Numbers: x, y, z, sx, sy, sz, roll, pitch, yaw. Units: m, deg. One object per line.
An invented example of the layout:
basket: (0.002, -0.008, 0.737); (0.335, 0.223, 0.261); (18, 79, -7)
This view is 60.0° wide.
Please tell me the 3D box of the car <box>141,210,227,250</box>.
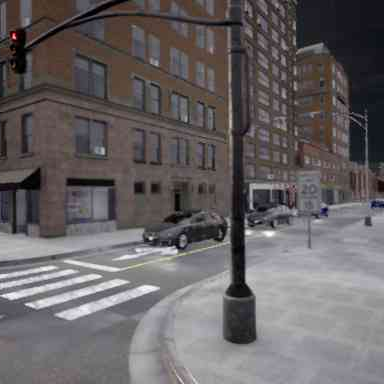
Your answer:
car: (-0.199, 1.637, 15.337); (1.837, 1.490, 4.892); (-1, -1, 37)

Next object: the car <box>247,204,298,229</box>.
car: (5.539, 1.656, 23.309); (1.837, 1.490, 4.892); (-1, -1, 36)

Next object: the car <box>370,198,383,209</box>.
car: (27.494, 1.680, 48.784); (1.882, 1.535, 5.008); (-1, -1, 36)

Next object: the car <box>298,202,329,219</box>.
car: (11.586, 1.652, 31.704); (1.882, 1.535, 5.008); (-1, -1, 36)
